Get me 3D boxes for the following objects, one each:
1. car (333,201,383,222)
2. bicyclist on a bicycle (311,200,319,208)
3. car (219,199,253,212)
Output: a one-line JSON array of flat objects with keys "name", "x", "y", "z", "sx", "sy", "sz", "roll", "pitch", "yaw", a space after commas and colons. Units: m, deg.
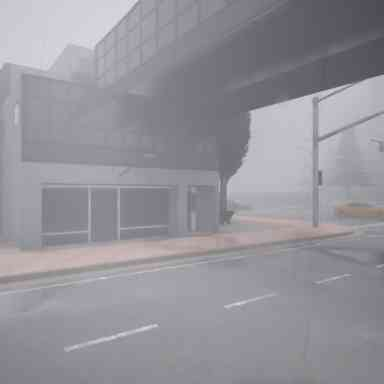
[{"name": "car", "x": 14.010, "y": 1.478, "z": 26.756, "sx": 1.882, "sy": 1.535, "sz": 5.008, "roll": 0, "pitch": 0, "yaw": -38}, {"name": "bicyclist on a bicycle", "x": 15.798, "y": 1.301, "z": 42.754, "sx": 1.656, "sy": 1.620, "sz": 0.582, "roll": 0, "pitch": 0, "yaw": -36}, {"name": "car", "x": 5.070, "y": 1.525, "z": 38.870, "sx": 1.812, "sy": 1.442, "sz": 4.674, "roll": 0, "pitch": 0, "yaw": -36}]
